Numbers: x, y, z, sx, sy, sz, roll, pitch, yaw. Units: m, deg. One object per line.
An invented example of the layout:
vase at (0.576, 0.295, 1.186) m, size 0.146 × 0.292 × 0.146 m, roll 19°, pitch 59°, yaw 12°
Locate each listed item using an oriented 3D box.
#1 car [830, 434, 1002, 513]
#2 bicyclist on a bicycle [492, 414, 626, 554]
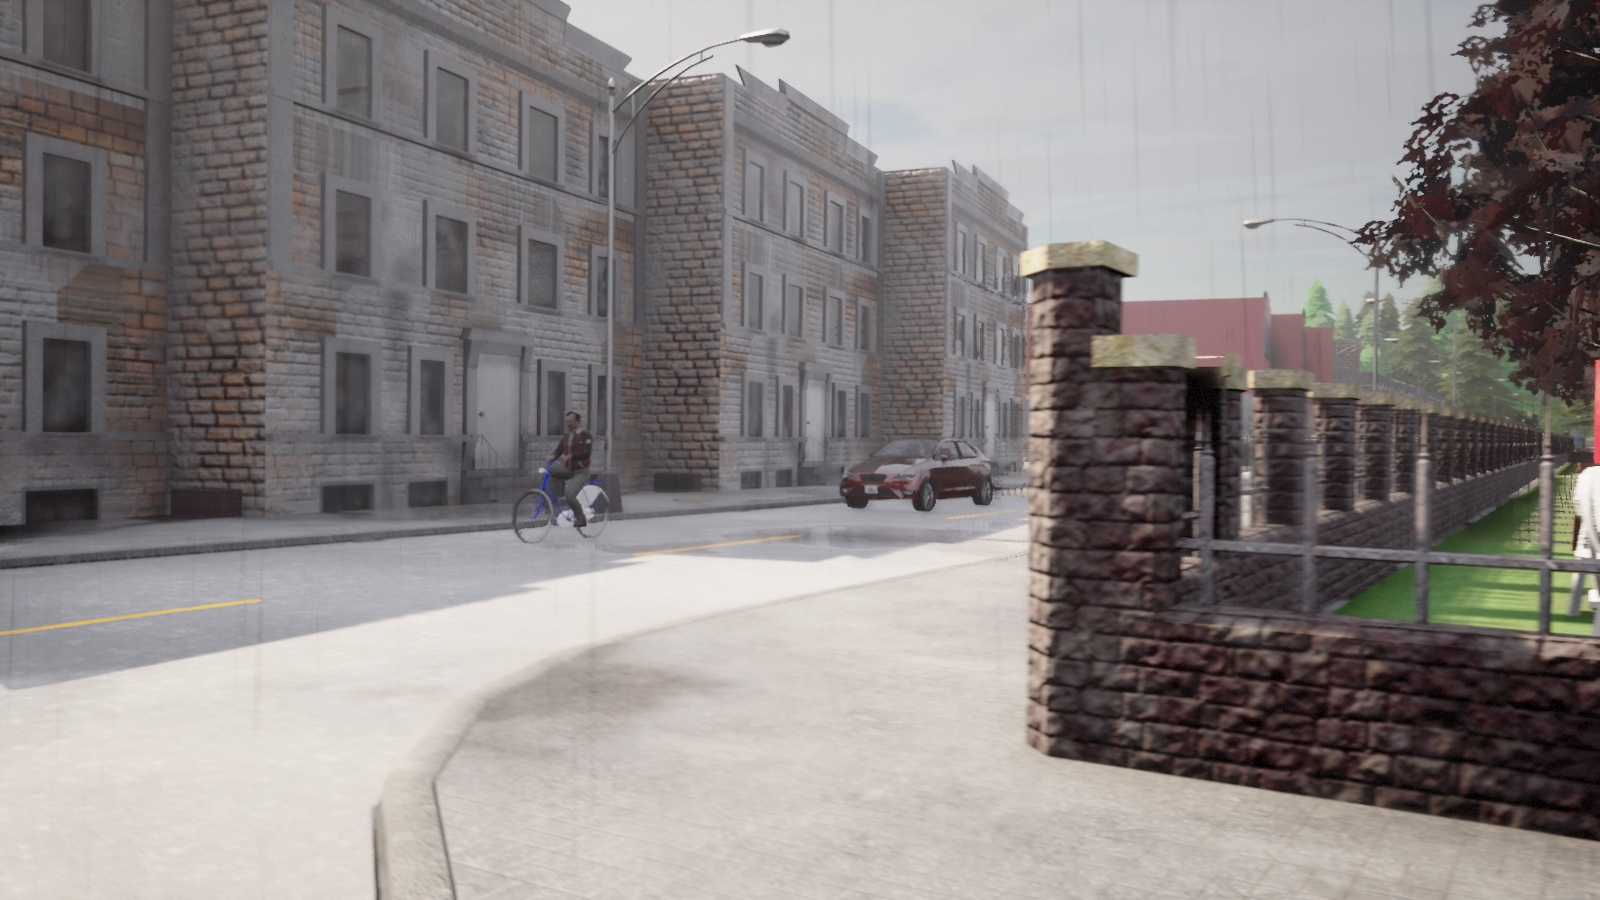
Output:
car at (2.470, 0.412, 25.773) m, size 1.816 × 1.474 × 4.193 m, roll 0°, pitch 1°, yaw 32°
bicyclist on a bicycle at (-3.197, 0.422, 16.822) m, size 0.659 × 1.776 × 1.843 m, roll 0°, pitch 1°, yaw 32°
